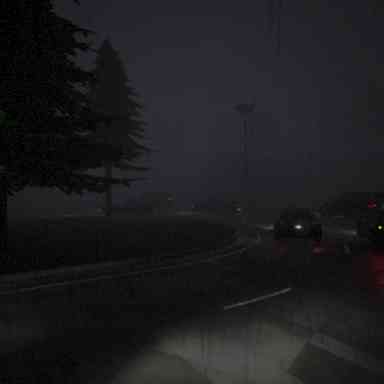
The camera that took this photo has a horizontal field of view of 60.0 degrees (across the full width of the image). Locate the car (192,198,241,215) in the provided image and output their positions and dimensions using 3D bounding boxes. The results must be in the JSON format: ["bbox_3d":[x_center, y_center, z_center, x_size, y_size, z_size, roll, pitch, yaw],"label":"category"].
[{"bbox_3d":[2.178,1.313,30.686,4.892,1.490,1.837,0,-1,38],"label":"car"}]

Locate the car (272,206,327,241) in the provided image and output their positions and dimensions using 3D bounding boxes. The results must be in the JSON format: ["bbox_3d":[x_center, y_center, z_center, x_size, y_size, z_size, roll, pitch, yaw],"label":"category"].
[{"bbox_3d":[4.919,1.435,15.929,1.994,1.385,4.181,0,0,13],"label":"car"}]

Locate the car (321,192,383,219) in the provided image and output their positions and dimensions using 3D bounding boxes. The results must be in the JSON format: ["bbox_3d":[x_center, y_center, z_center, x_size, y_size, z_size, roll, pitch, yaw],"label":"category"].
[{"bbox_3d":[11.394,0.999,23.363,2.150,2.045,5.566,0,0,-15],"label":"car"}]

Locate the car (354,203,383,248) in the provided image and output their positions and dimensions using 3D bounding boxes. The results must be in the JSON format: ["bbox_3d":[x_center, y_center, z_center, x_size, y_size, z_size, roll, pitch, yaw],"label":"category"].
[{"bbox_3d":[8.098,1.385,13.617,1.812,1.442,4.674,0,1,19],"label":"car"}]

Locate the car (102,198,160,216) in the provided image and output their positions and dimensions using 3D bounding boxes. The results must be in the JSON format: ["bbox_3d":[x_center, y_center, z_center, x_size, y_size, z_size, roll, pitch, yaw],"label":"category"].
[{"bbox_3d":[-5.604,1.476,29.796,4.718,1.301,1.895,0,0,3],"label":"car"}]

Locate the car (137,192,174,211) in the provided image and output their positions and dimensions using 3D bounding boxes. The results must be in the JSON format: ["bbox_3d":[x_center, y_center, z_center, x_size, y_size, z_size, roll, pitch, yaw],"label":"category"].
[{"bbox_3d":[-4.816,1.042,36.647,5.566,2.045,2.150,-2,0,3],"label":"car"}]
